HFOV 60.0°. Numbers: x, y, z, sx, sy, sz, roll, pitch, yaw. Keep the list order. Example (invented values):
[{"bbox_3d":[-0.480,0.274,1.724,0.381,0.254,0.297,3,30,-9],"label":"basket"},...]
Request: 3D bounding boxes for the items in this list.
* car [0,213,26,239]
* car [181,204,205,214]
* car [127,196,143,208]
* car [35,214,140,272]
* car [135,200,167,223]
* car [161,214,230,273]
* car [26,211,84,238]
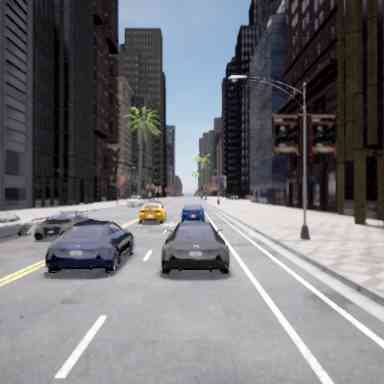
[{"bbox_3d":[-9.857,1.727,16.390,1.895,1.301,4.718,0,0,0],"label":"car"},{"bbox_3d":[0.089,1.689,27.567,1.882,1.535,5.008,0,0,0],"label":"car"},{"bbox_3d":[-9.815,1.665,57.704,2.150,2.045,5.566,0,0,1],"label":"car"},{"bbox_3d":[-3.155,1.649,11.059,1.994,1.385,4.181,0,0,0],"label":"car"},{"bbox_3d":[-3.162,1.689,27.569,1.882,1.535,5.008,0,0,0],"label":"car"},{"bbox_3d":[0.095,1.648,10.946,1.994,1.385,4.181,0,0,0],"label":"car"},{"bbox_3d":[-6.606,1.699,17.575,1.994,1.385,4.181,0,0,0],"label":"car"}]
